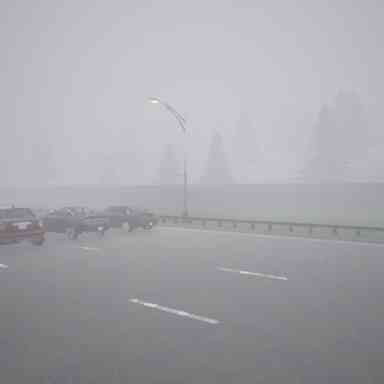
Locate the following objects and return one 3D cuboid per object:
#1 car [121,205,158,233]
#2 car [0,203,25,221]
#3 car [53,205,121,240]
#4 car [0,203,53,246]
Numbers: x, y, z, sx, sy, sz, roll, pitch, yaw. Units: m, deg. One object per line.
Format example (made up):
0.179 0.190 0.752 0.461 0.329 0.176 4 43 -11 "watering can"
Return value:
-4.220 1.515 19.777 4.892 1.490 1.837 0 0 36 "car"
-16.456 1.615 28.505 4.718 1.301 1.895 0 0 36 "car"
-6.253 1.494 16.928 4.902 1.511 2.128 0 0 36 "car"
-8.261 1.365 14.061 4.553 1.767 2.097 0 0 36 "car"
